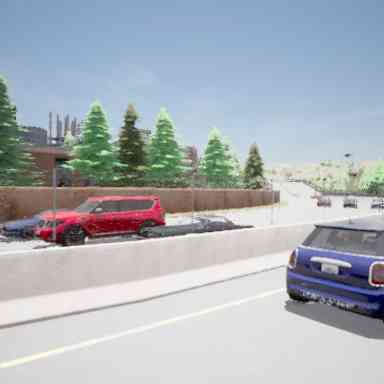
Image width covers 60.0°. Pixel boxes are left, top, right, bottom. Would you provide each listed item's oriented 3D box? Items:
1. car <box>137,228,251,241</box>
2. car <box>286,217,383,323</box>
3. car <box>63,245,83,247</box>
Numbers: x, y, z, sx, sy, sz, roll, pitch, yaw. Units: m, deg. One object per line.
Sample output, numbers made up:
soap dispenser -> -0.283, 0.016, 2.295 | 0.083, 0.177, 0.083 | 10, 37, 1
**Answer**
car -> 0.213, 1.585, 13.158 | 4.718, 1.301, 1.895 | 0, 0, -40
car -> 4.058, 1.352, 7.089 | 4.553, 1.767, 2.097 | 0, 0, -38
car -> -3.714, 1.196, 14.467 | 5.566, 2.045, 2.150 | 0, 0, -38
